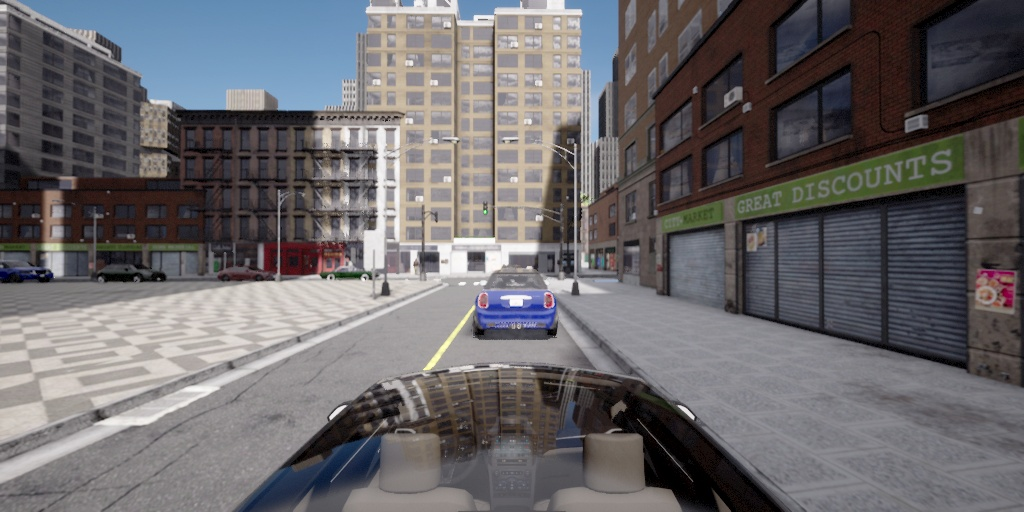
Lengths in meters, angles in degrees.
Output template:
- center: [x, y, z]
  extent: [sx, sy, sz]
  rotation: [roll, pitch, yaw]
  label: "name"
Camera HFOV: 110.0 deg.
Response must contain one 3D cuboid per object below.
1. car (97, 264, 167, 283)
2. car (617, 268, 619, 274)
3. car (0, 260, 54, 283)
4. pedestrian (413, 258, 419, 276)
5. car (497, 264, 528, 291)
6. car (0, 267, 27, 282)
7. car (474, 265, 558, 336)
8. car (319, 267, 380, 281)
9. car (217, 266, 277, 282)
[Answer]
- center: [-33.253, 1.471, 31.473]
  extent: [4.553, 1.767, 2.097]
  rotation: [0, 0, -1]
  label: "car"
- center: [12.845, 1.285, 35.310]
  extent: [4.892, 1.490, 1.837]
  rotation: [-1, 0, -1]
  label: "car"
- center: [-43.874, 1.403, 31.365]
  extent: [5.566, 2.045, 2.150]
  rotation: [0, 0, 0]
  label: "car"
- center: [-10.203, 1.149, 38.024]
  extent: [0.375, 1.860, 0.375]
  rotation: [0, 0, -1]
  label: "pedestrian"
- center: [-0.052, 1.329, 23.847]
  extent: [1.882, 1.535, 5.008]
  rotation: [0, 0, -2]
  label: "car"
- center: [-50.091, 1.800, 34.434]
  extent: [4.181, 1.385, 1.994]
  rotation: [0, 0, -1]
  label: "car"
- center: [0.093, 1.145, 10.697]
  extent: [2.097, 1.767, 4.553]
  rotation: [0, 0, 0]
  label: "car"
- center: [-14.234, 1.591, 31.728]
  extent: [4.718, 1.301, 1.895]
  rotation: [0, 0, -1]
  label: "car"
- center: [-23.305, 1.581, 31.620]
  extent: [4.674, 1.442, 1.812]
  rotation: [0, 0, -1]
  label: "car"
